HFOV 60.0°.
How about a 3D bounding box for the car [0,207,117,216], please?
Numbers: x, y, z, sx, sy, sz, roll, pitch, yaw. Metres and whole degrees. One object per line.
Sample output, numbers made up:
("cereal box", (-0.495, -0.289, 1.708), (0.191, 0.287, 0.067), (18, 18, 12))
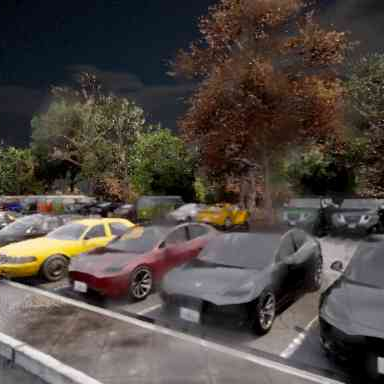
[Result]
("car", (-5.388, 1.534, 12.062), (2.231, 1.521, 4.892), (0, 0, 36))

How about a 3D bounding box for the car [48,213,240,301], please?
("car", (-0.899, 1.542, 8.795), (2.163, 1.488, 4.792), (0, 0, 36))

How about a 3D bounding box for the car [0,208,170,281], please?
("car", (-3.245, 1.520, 10.287), (1.946, 1.575, 5.366), (0, 0, 36))

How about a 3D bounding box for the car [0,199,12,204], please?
("car", (-12.175, 1.438, 16.891), (2.185, 1.767, 4.553), (0, 0, 36))

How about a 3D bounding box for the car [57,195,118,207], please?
("car", (-9.047, 1.330, 30.752), (2.435, 2.045, 5.566), (0, 0, 36))

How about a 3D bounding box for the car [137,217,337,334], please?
("car", (1.356, 1.532, 7.175), (2.163, 1.488, 4.792), (0, 0, 36))

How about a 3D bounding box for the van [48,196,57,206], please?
("van", (-11.212, 1.365, 32.486), (1.878, 1.987, 4.442), (0, 0, 36))

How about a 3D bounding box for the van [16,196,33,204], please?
("van", (-15.855, 1.386, 35.533), (1.878, 1.987, 4.442), (-1, 0, 36))

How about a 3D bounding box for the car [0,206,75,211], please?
("car", (-7.650, 1.544, 13.672), (2.231, 1.521, 4.892), (0, 0, 36))

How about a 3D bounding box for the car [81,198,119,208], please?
("car", (-6.682, 1.570, 29.081), (2.097, 1.535, 5.008), (0, 0, 36))

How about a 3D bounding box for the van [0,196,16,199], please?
("van", (-20.234, 1.477, 38.677), (1.878, 1.987, 4.442), (-1, -1, 36))

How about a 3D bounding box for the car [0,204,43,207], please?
("car", (-10.009, 1.550, 15.146), (1.946, 1.575, 5.366), (0, 0, 36))

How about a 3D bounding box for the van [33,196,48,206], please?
("van", (-13.361, 1.375, 34.028), (1.878, 1.987, 4.442), (0, 0, 36))

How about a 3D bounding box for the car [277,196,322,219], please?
("car", (6.805, 1.258, 19.366), (2.435, 2.045, 5.566), (0, 0, 36))

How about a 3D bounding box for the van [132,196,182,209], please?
("van", (-2.213, 1.324, 26.022), (1.878, 1.987, 4.442), (0, 0, 36))

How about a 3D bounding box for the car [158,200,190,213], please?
("car", (-0.028, 1.580, 24.312), (2.002, 1.452, 4.674), (0, 0, 36))

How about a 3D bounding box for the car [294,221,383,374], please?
("car", (3.611, 1.521, 5.556), (2.163, 1.488, 4.792), (0, 0, 36))

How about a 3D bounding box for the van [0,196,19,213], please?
("van", (-24.595, 1.587, 42.098), (1.878, 1.987, 4.442), (-1, -1, 36))

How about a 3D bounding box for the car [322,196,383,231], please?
("car", (9.055, 1.247, 17.750), (2.435, 2.045, 5.566), (0, 0, 36))

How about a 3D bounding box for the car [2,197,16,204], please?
("car", (-17.909, 1.648, 37.158), (2.097, 1.535, 5.008), (-1, -1, 36))

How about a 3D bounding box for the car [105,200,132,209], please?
("car", (-4.429, 1.600, 27.467), (2.002, 1.452, 4.674), (0, 0, 36))

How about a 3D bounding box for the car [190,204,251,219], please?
("car", (2.318, 1.529, 22.617), (2.097, 1.535, 5.008), (0, 0, 36))
